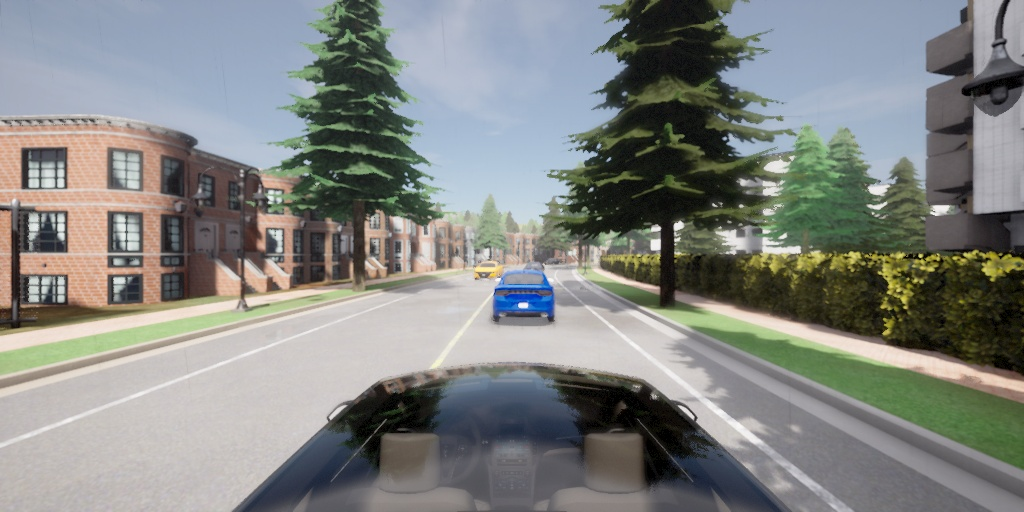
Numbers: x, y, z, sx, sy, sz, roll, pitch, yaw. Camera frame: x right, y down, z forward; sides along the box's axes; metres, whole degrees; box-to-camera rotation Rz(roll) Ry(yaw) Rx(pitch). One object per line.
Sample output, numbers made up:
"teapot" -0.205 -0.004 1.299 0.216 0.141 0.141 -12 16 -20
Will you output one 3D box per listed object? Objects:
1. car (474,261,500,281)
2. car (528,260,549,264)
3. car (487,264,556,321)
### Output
"car" -1.900 1.193 30.145 1.882 1.535 5.008 0 0 6
"car" 2.086 1.261 32.656 2.033 1.411 5.357 0 0 7
"car" 0.434 1.215 12.429 1.882 1.535 5.008 0 0 3
